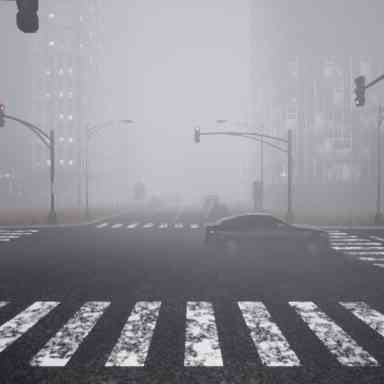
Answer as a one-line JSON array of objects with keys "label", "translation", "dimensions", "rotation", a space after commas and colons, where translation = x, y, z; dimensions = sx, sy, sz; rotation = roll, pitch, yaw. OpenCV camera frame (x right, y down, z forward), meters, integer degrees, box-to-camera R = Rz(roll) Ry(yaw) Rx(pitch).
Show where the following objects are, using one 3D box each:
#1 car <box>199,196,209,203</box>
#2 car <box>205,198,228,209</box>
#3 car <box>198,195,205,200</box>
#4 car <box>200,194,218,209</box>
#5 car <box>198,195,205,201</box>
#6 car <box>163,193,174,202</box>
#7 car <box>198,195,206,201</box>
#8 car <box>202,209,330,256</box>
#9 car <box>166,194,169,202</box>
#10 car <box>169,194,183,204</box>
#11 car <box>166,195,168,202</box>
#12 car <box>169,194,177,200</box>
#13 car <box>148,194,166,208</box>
[{"label": "car", "translation": [2.542, 1.508, 70.782], "dimensions": [1.887, 1.381, 4.507], "rotation": [-1, 0, 0]}, {"label": "car", "translation": [2.517, 1.570, 32.111], "dimensions": [1.802, 1.307, 4.206], "rotation": [-1, 0, 0]}, {"label": "car", "translation": [2.538, 1.489, 92.881], "dimensions": [1.887, 1.381, 4.507], "rotation": [-1, 0, 0]}, {"label": "car", "translation": [2.532, 1.297, 43.160], "dimensions": [2.192, 1.841, 5.009], "rotation": [-1, 0, 0]}, {"label": "car", "translation": [2.539, 1.474, 87.526], "dimensions": [1.752, 1.417, 4.829], "rotation": [-1, 0, 0]}, {"label": "car", "translation": [-5.342, 1.274, 76.281], "dimensions": [2.192, 1.841, 5.009], "rotation": [-1, 0, 0]}, {"label": "car", "translation": [2.541, 1.536, 81.832], "dimensions": [1.802, 1.307, 4.206], "rotation": [-1, 0, 0]}, {"label": "car", "translation": [2.698, 1.525, 12.504], "dimensions": [4.674, 1.442, 1.812], "rotation": [0, 0, 0]}, {"label": "car", "translation": [-5.339, 1.404, 70.756], "dimensions": [1.967, 1.590, 4.097], "rotation": [-1, 0, 0]}, {"label": "car", "translation": [-2.761, 1.320, 64.375], "dimensions": [2.097, 1.767, 4.553], "rotation": [0, 0, 0]}, {"label": "car", "translation": [-5.335, 1.558, 54.183], "dimensions": [1.802, 1.307, 4.206], "rotation": [-1, 0, 0]}, {"label": "car", "translation": [-5.343, 1.385, 92.854], "dimensions": [1.967, 1.590, 4.097], "rotation": [-1, 0, 0]}, {"label": "car", "translation": [-5.336, 1.419, 48.658], "dimensions": [1.967, 1.590, 4.097], "rotation": [-1, 0, 0]}]
